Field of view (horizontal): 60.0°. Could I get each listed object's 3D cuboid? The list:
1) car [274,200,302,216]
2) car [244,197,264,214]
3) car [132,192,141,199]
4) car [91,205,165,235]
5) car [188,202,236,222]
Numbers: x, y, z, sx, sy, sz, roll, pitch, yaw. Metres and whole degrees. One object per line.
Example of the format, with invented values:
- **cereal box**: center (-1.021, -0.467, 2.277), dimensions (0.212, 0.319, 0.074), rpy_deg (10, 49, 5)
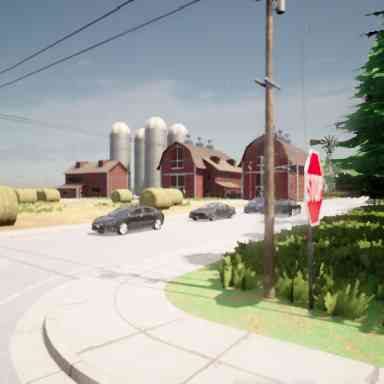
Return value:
- **car**: center (9.213, 1.535, 32.101), dimensions (1.837, 1.490, 4.892), rpy_deg (0, 0, 33)
- **car**: center (7.310, 1.382, 35.911), dimensions (2.097, 1.767, 4.553), rpy_deg (0, 0, 34)
- **car**: center (-14.456, 1.131, 87.049), dimensions (3.866, 1.878, 1.905), rpy_deg (-2, 6, -11)
- **car**: center (-3.533, 1.535, 19.169), dimensions (1.837, 1.490, 4.892), rpy_deg (0, 0, 33)
- **car**: center (1.825, 1.577, 27.474), dimensions (2.033, 1.411, 5.357), rpy_deg (0, 0, 33)
